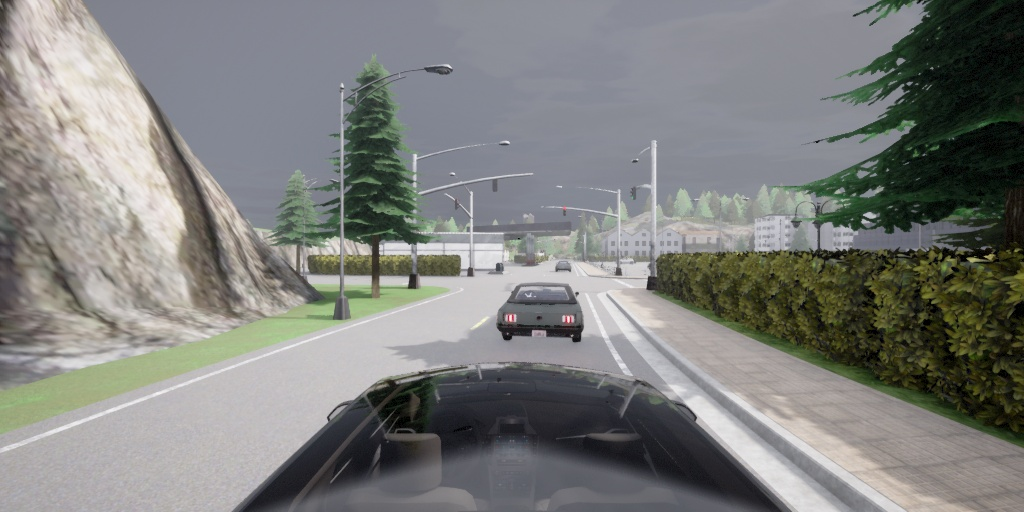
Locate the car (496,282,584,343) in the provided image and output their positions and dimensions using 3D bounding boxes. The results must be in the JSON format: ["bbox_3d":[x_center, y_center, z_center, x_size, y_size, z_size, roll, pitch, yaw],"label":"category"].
[{"bbox_3d":[0.883,1.351,9.760,1.895,1.301,4.718,0,0,8],"label":"car"}]

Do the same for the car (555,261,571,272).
[{"bbox_3d":[6.568,1.314,45.827,1.994,1.385,4.181,0,0,9],"label":"car"}]
